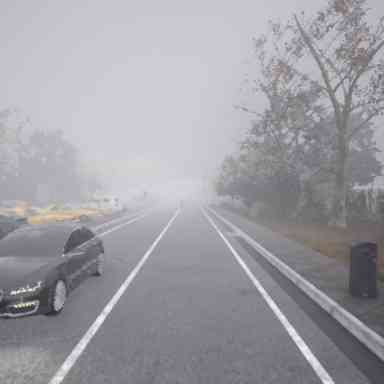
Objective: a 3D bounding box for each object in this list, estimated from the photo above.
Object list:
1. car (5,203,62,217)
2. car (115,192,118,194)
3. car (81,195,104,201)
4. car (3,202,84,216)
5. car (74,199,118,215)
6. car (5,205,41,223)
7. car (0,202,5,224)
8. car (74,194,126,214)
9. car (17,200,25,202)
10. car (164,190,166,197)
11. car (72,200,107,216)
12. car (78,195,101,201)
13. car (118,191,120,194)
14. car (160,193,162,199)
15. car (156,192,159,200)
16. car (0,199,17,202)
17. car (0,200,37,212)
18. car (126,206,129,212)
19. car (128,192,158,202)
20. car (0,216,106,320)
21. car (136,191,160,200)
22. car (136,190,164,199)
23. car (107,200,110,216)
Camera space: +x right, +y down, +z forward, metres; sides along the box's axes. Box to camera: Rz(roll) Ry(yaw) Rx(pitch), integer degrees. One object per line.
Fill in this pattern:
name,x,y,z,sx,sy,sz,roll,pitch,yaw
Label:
car,-10.409,1.562,18.462,5.366,1.575,1.946,0,-1,0
car,-23.399,1.288,89.843,5.008,1.535,2.097,0,1,0
car,-23.465,1.404,78.809,4.792,1.488,2.163,0,0,0
car,-10.033,1.586,21.114,5.366,1.575,1.946,0,-1,0
car,-10.381,1.709,32.340,5.366,1.575,1.946,0,-1,0
car,-10.223,1.547,15.694,4.892,1.521,2.231,0,-1,0
car,-10.266,1.407,12.916,4.553,1.767,2.185,0,0,0
car,-10.218,1.492,35.118,5.566,2.045,2.435,0,-1,0
car,-23.289,1.676,40.572,4.553,1.767,2.185,0,-1,0
car,-10.284,1.115,92.774,4.553,1.767,2.185,0,1,0
car,-10.021,1.647,26.787,5.366,1.575,1.946,0,-1,0
car,-23.447,1.411,75.897,4.674,1.452,2.002,0,0,0
car,-23.391,1.241,92.633,5.008,1.535,2.097,0,1,0
car,-10.351,1.377,78.833,5.008,1.535,2.097,0,0,0
car,-10.401,1.394,73.268,4.792,1.488,2.163,0,0,0
car,-23.234,1.802,37.925,4.792,1.488,2.163,0,-1,0
car,-23.247,1.832,43.342,5.008,1.535,2.097,0,-1,0
car,-10.189,1.774,37.891,5.008,1.535,2.097,0,-1,0
car,-10.351,1.383,70.484,4.792,1.488,2.163,0,0,0
car,-3.358,1.535,7.647,1.837,1.490,4.892,0,0,0
car,-10.395,1.248,76.054,4.553,1.767,2.185,0,0,0
car,-10.376,1.119,81.626,5.566,2.045,2.435,0,0,0
car,-10.207,1.682,29.563,4.892,1.521,2.231,0,-1,0
